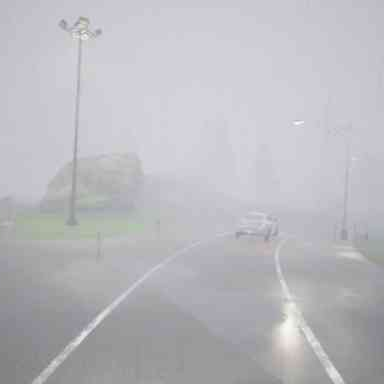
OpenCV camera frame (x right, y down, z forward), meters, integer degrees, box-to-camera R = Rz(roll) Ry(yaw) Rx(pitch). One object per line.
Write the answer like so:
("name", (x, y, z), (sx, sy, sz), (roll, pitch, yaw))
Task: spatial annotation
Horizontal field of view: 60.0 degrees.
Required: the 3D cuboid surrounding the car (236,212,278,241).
("car", (3.858, 1.898, 19.409), (1.812, 1.442, 4.674), (3, -1, 22))
